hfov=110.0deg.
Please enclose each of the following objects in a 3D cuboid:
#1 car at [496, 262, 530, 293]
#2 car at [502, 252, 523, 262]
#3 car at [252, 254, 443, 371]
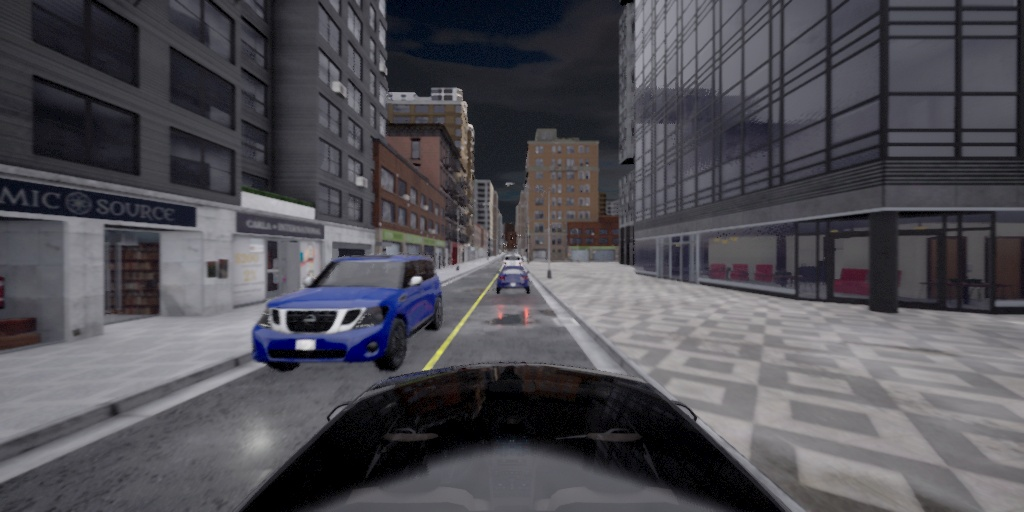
[{"bbox_3d":[0.059,1.273,20.656,1.812,1.442,4.674,0,0,0],"label":"car"},{"bbox_3d":[0.088,0.857,40.087,2.150,2.045,5.566,0,1,0],"label":"car"},{"bbox_3d":[-3.031,0.975,8.079,2.150,2.045,5.566,0,0,1],"label":"car"}]
